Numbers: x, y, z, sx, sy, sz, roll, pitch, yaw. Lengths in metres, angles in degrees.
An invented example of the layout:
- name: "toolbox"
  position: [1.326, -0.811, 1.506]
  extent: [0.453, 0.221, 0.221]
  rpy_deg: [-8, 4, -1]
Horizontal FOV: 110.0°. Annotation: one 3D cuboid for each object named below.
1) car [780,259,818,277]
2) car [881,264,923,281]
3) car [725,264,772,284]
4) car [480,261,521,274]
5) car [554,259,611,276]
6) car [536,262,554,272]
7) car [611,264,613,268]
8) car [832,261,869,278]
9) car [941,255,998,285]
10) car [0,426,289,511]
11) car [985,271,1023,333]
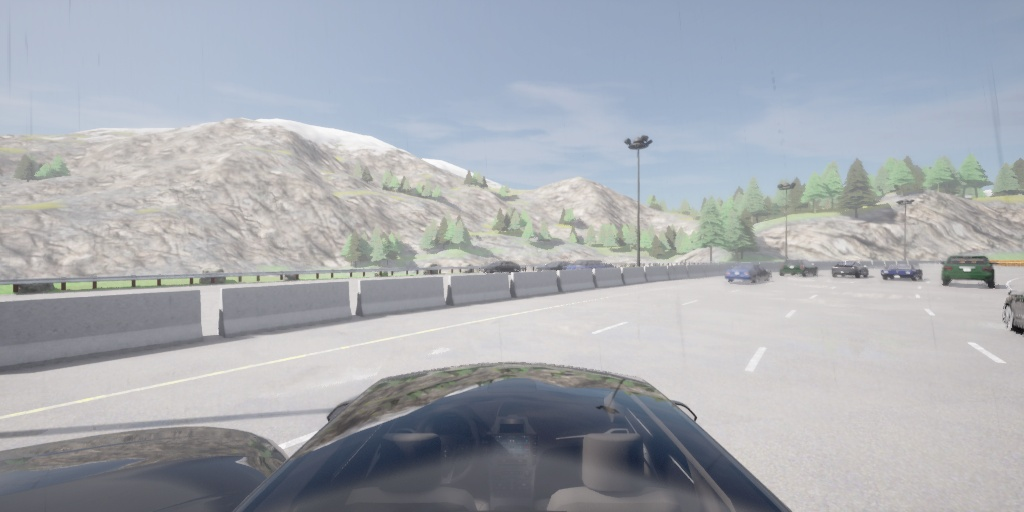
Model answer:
- name: "car"
  position: [28.334, 1.102, 35.353]
  extent: [4.553, 1.767, 2.097]
  rpy_deg: [0, 0, -36]
- name: "car"
  position: [32.315, 1.351, 29.658]
  extent: [4.718, 1.301, 1.895]
  rpy_deg: [0, 0, -35]
- name: "car"
  position: [18.136, 1.297, 27.481]
  extent: [5.357, 1.411, 2.033]
  rpy_deg: [0, 0, -41]
- name: "car"
  position: [-1.220, 1.255, 38.554]
  extent: [4.892, 1.490, 1.837]
  rpy_deg: [0, 0, -43]
- name: "car"
  position: [6.161, 1.102, 31.072]
  extent: [4.553, 1.767, 2.097]
  rpy_deg: [0, 0, -42]
- name: "car"
  position: [4.399, 1.227, 34.218]
  extent: [5.008, 1.535, 1.882]
  rpy_deg: [0, 0, -42]
- name: "car"
  position: [10.128, 1.297, 43.765]
  extent: [5.357, 1.411, 2.033]
  rpy_deg: [0, 0, -39]
- name: "car"
  position: [31.383, 1.241, 33.268]
  extent: [4.902, 1.511, 2.128]
  rpy_deg: [0, 0, -35]
- name: "car"
  position: [31.305, 0.972, 24.596]
  extent: [5.566, 2.045, 2.150]
  rpy_deg: [0, 0, -37]
- name: "car"
  position: [-2.981, 1.255, 0.466]
  extent: [4.892, 1.490, 1.837]
  rpy_deg: [0, 0, -45]
- name: "car"
  position: [12.665, 1.242, 7.704]
  extent: [2.128, 1.511, 4.902]
  rpy_deg: [0, 0, 43]
